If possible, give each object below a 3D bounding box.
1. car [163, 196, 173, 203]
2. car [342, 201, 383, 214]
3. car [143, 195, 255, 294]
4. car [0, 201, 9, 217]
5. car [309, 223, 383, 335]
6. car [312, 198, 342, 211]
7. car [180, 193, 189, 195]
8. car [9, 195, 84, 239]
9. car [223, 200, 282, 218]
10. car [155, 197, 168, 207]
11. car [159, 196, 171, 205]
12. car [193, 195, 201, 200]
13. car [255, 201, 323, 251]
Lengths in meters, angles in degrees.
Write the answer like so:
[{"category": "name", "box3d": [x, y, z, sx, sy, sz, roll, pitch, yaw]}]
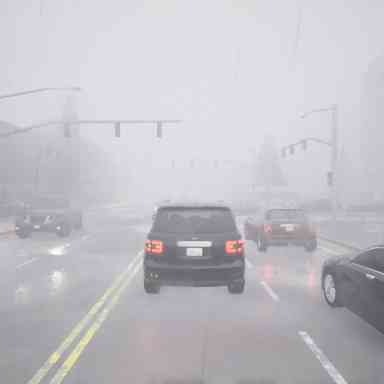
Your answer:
[{"category": "car", "box3d": [-5.079, 1.553, 71.188, 1.994, 1.385, 4.181, 0, 0, -1]}, {"category": "car", "box3d": [18.485, 1.601, 34.147, 4.718, 1.301, 1.895, 0, 0, -2]}, {"category": "car", "box3d": [0.053, 1.221, 8.960, 2.150, 2.045, 5.566, 0, 0, 0]}, {"category": "car", "box3d": [-15.171, 1.526, 28.846, 4.674, 1.442, 1.812, 0, 0, -1]}, {"category": "car", "box3d": [3.607, 1.505, 5.057, 1.837, 1.490, 4.892, 0, 0, 0]}, {"category": "car", "box3d": [14.435, 1.505, 37.539, 4.892, 1.490, 1.837, 0, 0, -2]}, {"category": "car", "box3d": [-1.795, 1.496, 80.194, 1.837, 1.490, 4.892, 0, 0, -1]}, {"category": "car", "box3d": [-7.335, 1.221, 17.818, 2.150, 2.045, 5.566, 1, 0, -6]}, {"category": "car", "box3d": [5.338, 1.492, 29.996, 4.902, 1.511, 2.128, 0, 0, -3]}, {"category": "car", "box3d": [-4.704, 1.526, 51.917, 1.812, 1.442, 4.674, 0, 0, -1]}, {"category": "car", "box3d": [-4.904, 1.478, 61.307, 1.882, 1.535, 5.008, 0, 0, -1]}, {"category": "car", "box3d": [1.461, 1.553, 90.341, 1.994, 1.385, 4.181, 0, 0, -1]}, {"category": "car", "box3d": [3.535, 1.352, 14.138, 2.097, 1.767, 4.553, 0, 0, 0]}]
